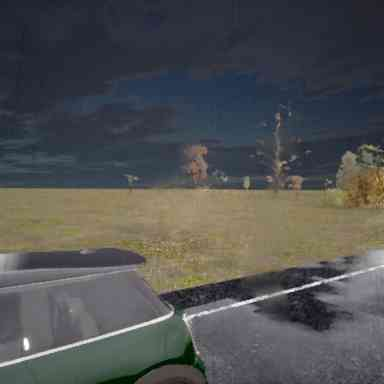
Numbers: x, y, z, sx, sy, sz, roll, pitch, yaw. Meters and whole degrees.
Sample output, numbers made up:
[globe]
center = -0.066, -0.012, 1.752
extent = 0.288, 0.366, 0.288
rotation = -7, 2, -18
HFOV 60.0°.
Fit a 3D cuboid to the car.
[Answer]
[car]
center = -2.133, 1.351, 2.471
extent = 4.553, 1.767, 2.097
rotation = 0, 0, -35
